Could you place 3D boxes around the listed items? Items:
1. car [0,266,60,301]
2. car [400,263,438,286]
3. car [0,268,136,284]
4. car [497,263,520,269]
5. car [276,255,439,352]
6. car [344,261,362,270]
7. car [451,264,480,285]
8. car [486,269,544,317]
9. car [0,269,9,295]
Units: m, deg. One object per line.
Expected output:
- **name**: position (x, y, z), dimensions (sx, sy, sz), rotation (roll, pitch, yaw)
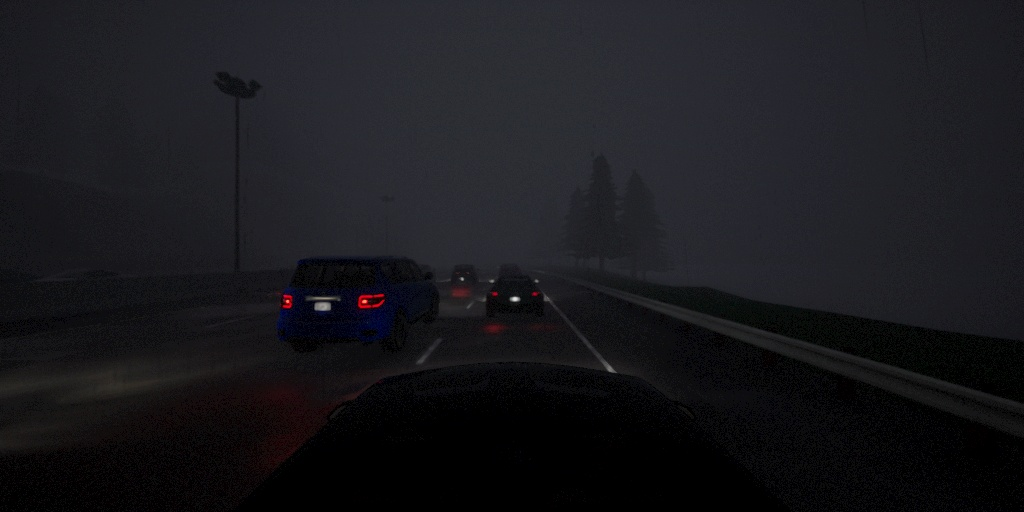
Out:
- **car**: position (-24.623, 1.289, 16.277), dimensions (1.882, 1.535, 5.008), rotation (0, 0, 0)
- **car**: position (-7.101, 1.371, 27.741), dimensions (1.837, 1.490, 4.892), rotation (0, 0, -2)
- **car**: position (-21.135, 1.343, 17.564), dimensions (1.812, 1.442, 4.674), rotation (0, 0, 0)
- **car**: position (-0.298, 1.360, 31.563), dimensions (1.882, 1.535, 5.008), rotation (0, 0, -4)
- **car**: position (-3.400, 1.005, 9.127), dimensions (2.150, 2.045, 5.566), rotation (0, 0, 0)
- **car**: position (-26.192, 1.559, 59.181), dimensions (1.994, 1.385, 4.181), rotation (0, 0, -14)
- **car**: position (-3.602, 1.371, 27.796), dimensions (1.837, 1.490, 4.892), rotation (0, 0, -2)
- **car**: position (0.099, 1.367, 13.550), dimensions (1.994, 1.385, 4.181), rotation (0, 0, 0)
- **car**: position (-28.133, 1.380, 17.262), dimensions (1.994, 1.385, 4.181), rotation (0, 0, 0)
